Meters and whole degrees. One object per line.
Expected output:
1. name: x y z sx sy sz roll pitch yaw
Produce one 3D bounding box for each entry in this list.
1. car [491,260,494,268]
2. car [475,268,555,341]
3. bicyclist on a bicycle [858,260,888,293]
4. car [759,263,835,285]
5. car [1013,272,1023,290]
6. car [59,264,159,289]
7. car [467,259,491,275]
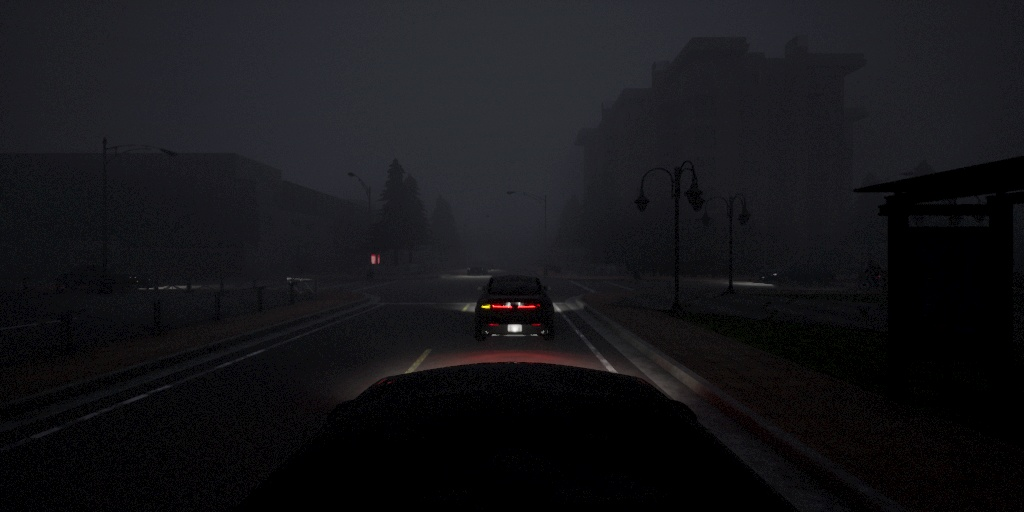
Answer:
1. car: -3.681 1.213 53.329 1.882 1.535 5.008 0 0 0
2. car: 0.065 1.253 9.882 1.837 1.490 4.892 0 0 0
3. bicyclist on a bicycle: 18.254 1.031 18.091 0.582 1.620 1.656 0 0 0
4. car: 20.250 1.254 25.542 4.674 1.442 1.812 0 0 1
5. car: 28.606 1.293 21.789 4.181 1.385 1.994 0 0 0
6. car: -24.887 1.234 22.220 4.892 1.490 1.837 0 0 0
7. car: -3.674 1.217 38.767 1.882 1.535 5.008 0 1 0
